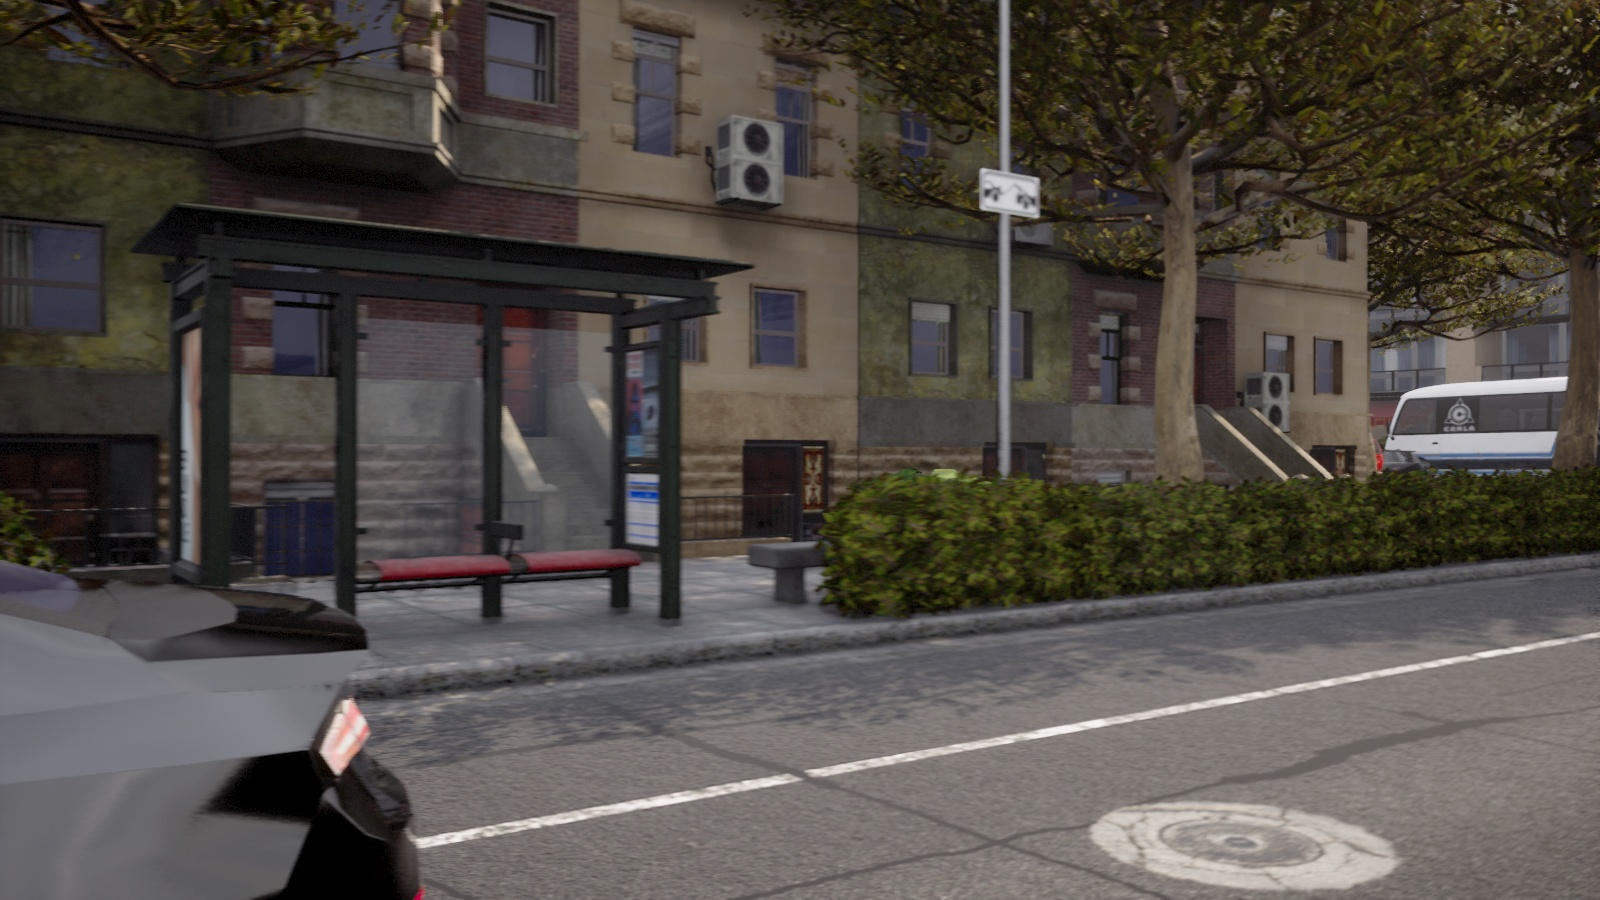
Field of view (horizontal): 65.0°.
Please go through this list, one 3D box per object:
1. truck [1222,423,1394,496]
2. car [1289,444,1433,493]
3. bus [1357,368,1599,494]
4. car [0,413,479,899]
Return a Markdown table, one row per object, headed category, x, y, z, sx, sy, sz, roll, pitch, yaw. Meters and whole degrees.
| category | x | y | z | sx | sy | sz | roll | pitch | yaw |
| --- | --- | --- | --- | --- | --- | --- | --- | --- | --- |
| truck | 18.408 | 0.332 | 45.707 | 2.627 | 2.467 | 5.204 | 0 | 0 | -35 |
| car | 21.259 | 0.675 | 47.739 | 2.097 | 1.767 | 4.553 | 0 | 0 | -35 |
| bus | 26.514 | -0.575 | 46.345 | 3.944 | 4.253 | 10.273 | 0 | -1 | -35 |
| car | -3.132 | 0.711 | 1.479 | 4.902 | 1.511 | 2.128 | 0 | 0 | -35 |
